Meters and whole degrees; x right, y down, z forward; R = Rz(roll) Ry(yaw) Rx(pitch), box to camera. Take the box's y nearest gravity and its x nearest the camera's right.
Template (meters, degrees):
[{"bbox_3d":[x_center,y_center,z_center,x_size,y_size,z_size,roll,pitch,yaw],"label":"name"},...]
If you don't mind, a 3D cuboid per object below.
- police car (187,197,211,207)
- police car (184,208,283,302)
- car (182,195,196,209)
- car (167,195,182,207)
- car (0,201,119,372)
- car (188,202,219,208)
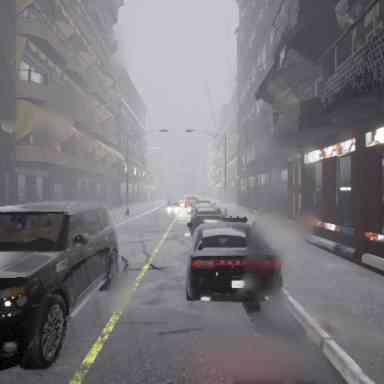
[{"bbox_3d":[0.825,1.433,24.453,1.930,1.638,5.238,0,0,0],"label":"police car"},{"bbox_3d":[0.825,1.427,8.452,1.930,1.638,5.238,0,0,0],"label":"police car"},{"bbox_3d":[0.033,1.381,47.137,2.097,1.767,4.553,0,0,0],"label":"car"},{"bbox_3d":[-2.841,1.525,51.138,2.128,1.511,4.902,0,0,0],"label":"car"},{"bbox_3d":[-2.851,1.222,6.075,2.150,2.045,5.566,0,0,0],"label":"car"},{"bbox_3d":[0.825,1.510,18.343,1.837,1.490,4.892,0,0,0],"label":"car"}]
